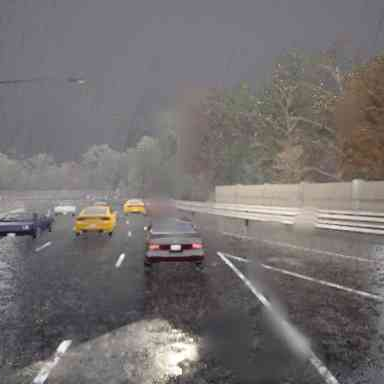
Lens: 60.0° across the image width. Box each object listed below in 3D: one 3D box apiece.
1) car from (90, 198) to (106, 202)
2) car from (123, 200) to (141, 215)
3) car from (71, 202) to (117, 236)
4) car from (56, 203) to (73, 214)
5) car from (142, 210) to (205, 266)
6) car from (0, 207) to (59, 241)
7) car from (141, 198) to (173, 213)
[{"bbox_3d":[-9.941,1.663,35.934,1.812,1.442,4.674,0,0,-19],"label":"car"},{"bbox_3d":[-6.171,1.603,35.103,1.882,1.535,5.008,0,0,-15],"label":"car"},{"bbox_3d":[-5.397,1.551,19.052,1.882,1.535,5.008,0,0,-10],"label":"car"},{"bbox_3d":[-12.897,1.743,33.935,1.895,1.301,4.718,0,0,-19],"label":"car"},{"bbox_3d":[-0.723,1.584,11.697,2.033,1.411,5.357,0,0,-6],"label":"car"},{"bbox_3d":[-8.620,1.681,17.416,1.895,1.301,4.718,0,0,-10],"label":"car"},{"bbox_3d":[-3.161,1.448,31.300,2.097,1.767,4.553,1,0,-17],"label":"car"}]
